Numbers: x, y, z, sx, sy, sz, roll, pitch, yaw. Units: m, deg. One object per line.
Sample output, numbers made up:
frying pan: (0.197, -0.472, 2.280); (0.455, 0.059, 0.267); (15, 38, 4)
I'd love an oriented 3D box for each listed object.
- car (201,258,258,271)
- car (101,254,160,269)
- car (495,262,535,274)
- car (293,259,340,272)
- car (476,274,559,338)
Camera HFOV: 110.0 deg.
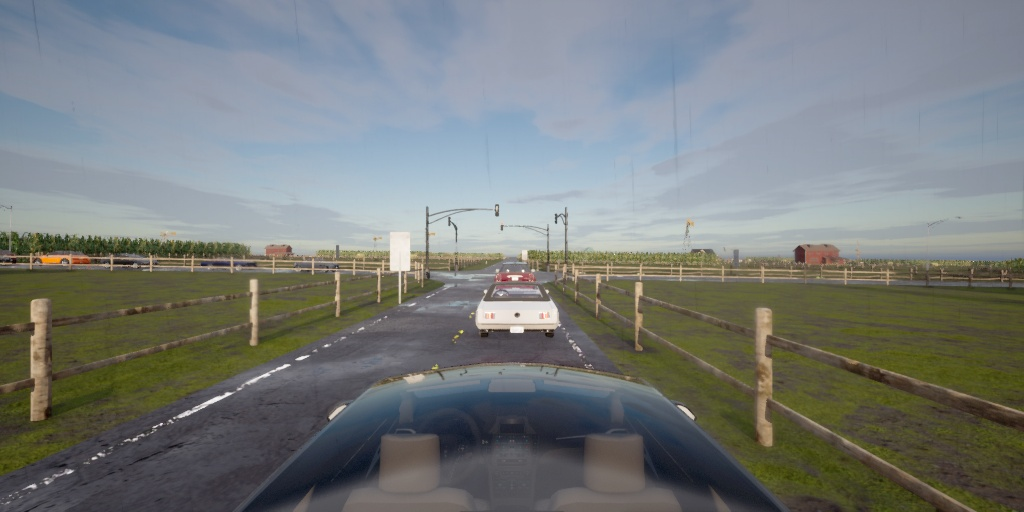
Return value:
car: (-28.860, 0.837, 36.801); (4.718, 1.301, 1.895); (1, 0, 0)
car: (-39.187, 0.555, 36.844); (4.892, 1.490, 1.837); (1, 0, 1)
car: (0.178, 1.103, 19.173); (2.097, 1.767, 4.553); (0, 0, 1)
car: (-19.968, 0.962, 36.778); (4.181, 1.385, 1.994); (1, 0, 0)
car: (0.123, 1.351, 10.184); (1.895, 1.301, 4.718); (0, 0, 0)
